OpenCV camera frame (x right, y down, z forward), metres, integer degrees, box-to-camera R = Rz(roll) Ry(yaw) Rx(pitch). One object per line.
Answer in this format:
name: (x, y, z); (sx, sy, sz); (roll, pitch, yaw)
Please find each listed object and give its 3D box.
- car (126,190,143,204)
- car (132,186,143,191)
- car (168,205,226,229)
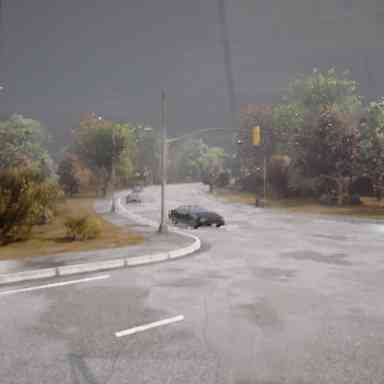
car: (-7.950, 0.892, 45.037); (1.994, 1.385, 4.181); (0, 3, -14)
car: (-11.466, -0.565, 70.431); (2.033, 1.411, 5.357); (0, 3, -4)
car: (0.146, 1.549, 21.948); (2.033, 1.411, 5.357); (0, 0, -26)
